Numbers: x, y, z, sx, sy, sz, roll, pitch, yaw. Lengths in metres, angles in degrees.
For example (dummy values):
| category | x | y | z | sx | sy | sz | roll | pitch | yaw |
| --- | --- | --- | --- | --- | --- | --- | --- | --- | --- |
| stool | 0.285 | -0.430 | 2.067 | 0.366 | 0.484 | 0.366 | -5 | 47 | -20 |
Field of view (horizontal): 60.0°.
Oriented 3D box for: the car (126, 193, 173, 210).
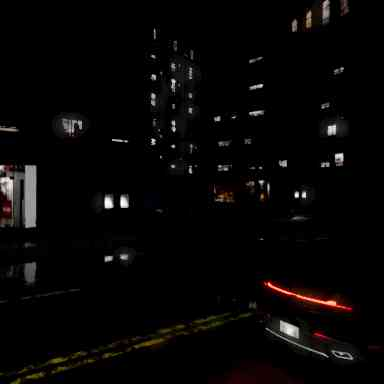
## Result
| category | x | y | z | sx | sy | sz | roll | pitch | yaw |
| --- | --- | --- | --- | --- | --- | --- | --- | --- | --- |
| car | -4.596 | 0.930 | 35.459 | 5.008 | 1.535 | 1.882 | 3 | 1 | 37 |

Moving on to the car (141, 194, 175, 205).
| category | x | y | z | sx | sy | sz | roll | pitch | yaw |
| --- | --- | --- | --- | --- | --- | --- | --- | --- | --- |
| car | -4.359 | 0.962 | 42.548 | 4.206 | 1.307 | 1.802 | 1 | 0 | 37 |

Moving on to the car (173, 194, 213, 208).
| category | x | y | z | sx | sy | sz | roll | pitch | yaw |
| --- | --- | --- | --- | --- | --- | --- | --- | --- | --- |
| car | 0.054 | 1.042 | 39.223 | 4.403 | 1.369 | 2.008 | 1 | 0 | 37 |

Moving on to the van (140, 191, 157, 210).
| category | x | y | z | sx | sy | sz | roll | pitch | yaw |
| --- | --- | --- | --- | --- | --- | --- | --- | --- | --- |
| van | -5.010 | 0.817 | 32.552 | 3.998 | 1.788 | 1.690 | 1 | 0 | 37 |

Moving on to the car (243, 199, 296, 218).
| category | x | y | z | sx | sy | sz | roll | pitch | yaw |
| --- | --- | --- | --- | --- | --- | --- | --- | --- | --- |
| car | 6.298 | 1.290 | 27.269 | 4.181 | 1.385 | 1.994 | 1 | 1 | 37 |

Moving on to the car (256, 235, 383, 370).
| category | x | y | z | sx | sy | sz | roll | pitch | yaw |
| --- | --- | --- | --- | --- | --- | --- | --- | --- | --- |
| car | 3.237 | 1.507 | 5.621 | 4.892 | 1.490 | 1.837 | 0 | 0 | -35 |

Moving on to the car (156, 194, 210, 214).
| category | x | y | z | sx | sy | sz | roll | pitch | yaw |
| --- | --- | --- | --- | --- | --- | --- | --- | --- | --- |
| car | -0.603 | 1.138 | 29.225 | 4.403 | 1.369 | 2.008 | 1 | 0 | 37 |
